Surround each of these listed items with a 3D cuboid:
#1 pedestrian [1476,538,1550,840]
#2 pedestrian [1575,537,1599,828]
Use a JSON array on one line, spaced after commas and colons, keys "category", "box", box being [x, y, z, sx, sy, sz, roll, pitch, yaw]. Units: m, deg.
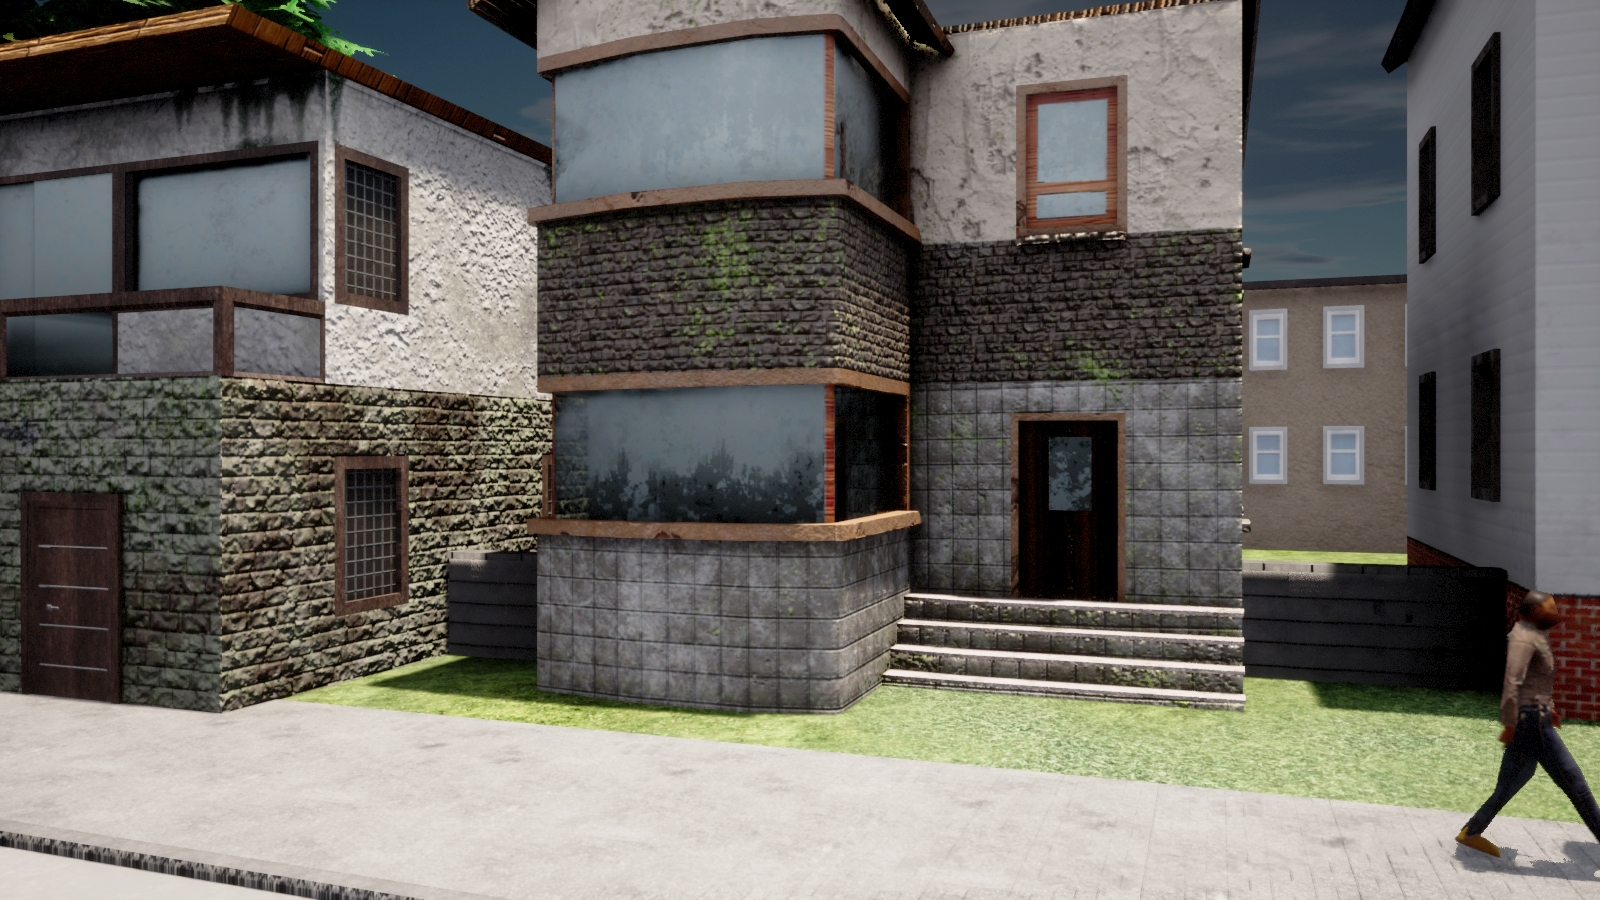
[{"category": "pedestrian", "box": [4.633, 1.525, 7.437, 0.375, 1.860, 0.375, 0, 0, 27]}, {"category": "pedestrian", "box": [5.395, 1.524, 7.546, 0.375, 1.860, 0.375, 0, 0, 19]}]
